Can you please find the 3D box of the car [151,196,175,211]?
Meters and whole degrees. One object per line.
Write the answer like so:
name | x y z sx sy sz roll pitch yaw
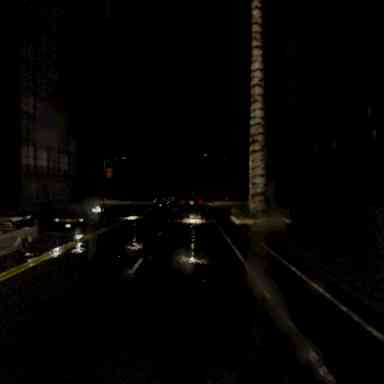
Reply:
car | -3.170 1.308 35.499 1.994 1.385 4.181 0 0 0

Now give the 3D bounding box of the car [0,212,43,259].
car | -6.607 1.521 10.064 1.895 1.301 4.718 0 0 0

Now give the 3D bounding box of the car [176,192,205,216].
car | -0.014 1.000 30.207 2.150 2.045 5.566 0 1 0

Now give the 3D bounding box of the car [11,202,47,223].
car | -9.845 1.368 20.596 1.812 1.442 4.674 0 0 0

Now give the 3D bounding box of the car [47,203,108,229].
car | -6.605 1.391 20.381 2.033 1.411 5.357 0 0 0
